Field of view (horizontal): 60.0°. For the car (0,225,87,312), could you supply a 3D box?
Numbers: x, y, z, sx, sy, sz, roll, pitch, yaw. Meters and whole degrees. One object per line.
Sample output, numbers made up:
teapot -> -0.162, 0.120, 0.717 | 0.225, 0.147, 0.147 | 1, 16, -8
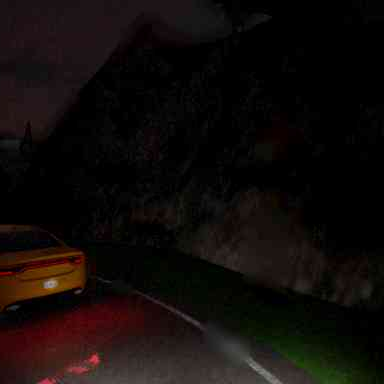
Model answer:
car -> -4.347, 1.478, 7.518 | 5.008, 1.535, 1.882 | 0, 0, 42
